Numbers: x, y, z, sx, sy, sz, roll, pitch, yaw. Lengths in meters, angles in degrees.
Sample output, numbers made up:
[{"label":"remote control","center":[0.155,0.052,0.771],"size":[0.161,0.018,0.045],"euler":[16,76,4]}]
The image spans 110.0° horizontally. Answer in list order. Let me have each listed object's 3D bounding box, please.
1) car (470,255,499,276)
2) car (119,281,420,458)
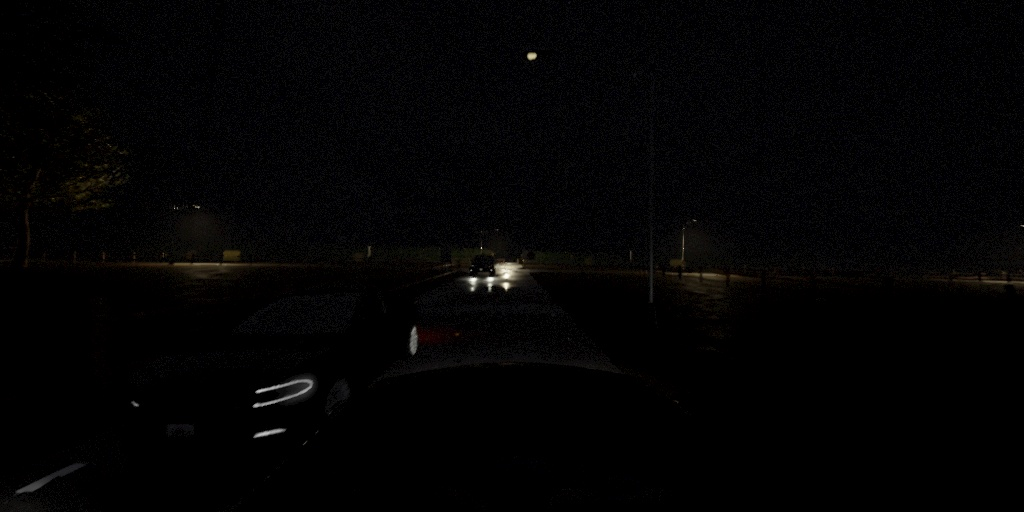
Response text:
[{"label":"car","center":[-2.773,0.876,35.138],"size":[2.150,2.045,5.566],"euler":[0,0,1]},{"label":"car","center":[-2.838,1.214,5.555],"size":[1.882,1.535,5.008],"euler":[0,0,0]}]
